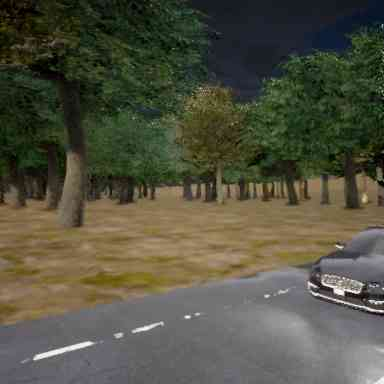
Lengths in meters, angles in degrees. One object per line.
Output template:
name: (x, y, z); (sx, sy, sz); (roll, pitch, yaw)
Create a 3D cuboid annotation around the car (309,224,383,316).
car: (4.554, 1.497, 7.238); (4.892, 1.490, 1.837); (0, 0, -35)
